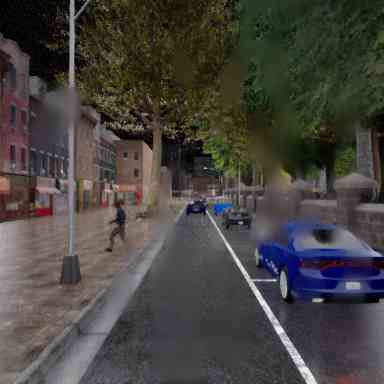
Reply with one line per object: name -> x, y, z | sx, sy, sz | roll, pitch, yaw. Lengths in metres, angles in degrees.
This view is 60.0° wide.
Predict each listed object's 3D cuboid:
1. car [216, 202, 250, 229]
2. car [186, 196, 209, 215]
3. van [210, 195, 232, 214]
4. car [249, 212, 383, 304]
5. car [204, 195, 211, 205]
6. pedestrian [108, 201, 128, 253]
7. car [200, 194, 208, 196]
car -> 2.858, 1.565, 21.489 | 2.008, 1.369, 4.403 | 1, 0, 1
car -> 0.426, 1.509, 33.806 | 1.882, 1.535, 5.008 | 0, 0, 1
van -> 2.967, 1.370, 32.388 | 1.690, 1.788, 3.998 | 1, 0, 1
car -> 2.831, 1.481, 8.262 | 1.882, 1.535, 5.008 | 0, 0, 1
car -> 3.181, 1.600, 54.354 | 1.752, 1.417, 4.829 | 1, 0, 1
pedestrian -> -2.512, 1.147, 11.331 | 0.375, 1.860, 0.375 | 1, -1, 1
car -> 3.342, 1.440, 70.532 | 2.192, 1.841, 5.009 | 1, 0, 1
